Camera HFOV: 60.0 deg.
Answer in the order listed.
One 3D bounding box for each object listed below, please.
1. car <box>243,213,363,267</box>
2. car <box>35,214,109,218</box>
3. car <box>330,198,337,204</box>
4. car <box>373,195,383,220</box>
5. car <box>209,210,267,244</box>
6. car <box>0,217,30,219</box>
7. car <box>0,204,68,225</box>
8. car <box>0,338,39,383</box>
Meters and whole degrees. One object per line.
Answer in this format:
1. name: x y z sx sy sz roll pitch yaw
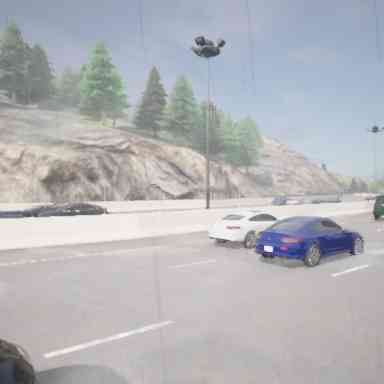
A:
1. car: 4.096 1.545 11.455 4.674 1.442 1.812 0 0 -39
2. car: -8.481 1.562 24.042 4.892 1.490 1.837 0 0 -38
3. car: 19.436 1.564 46.171 2.128 1.511 4.902 0 0 40
4. car: 16.852 1.259 27.562 5.566 2.045 2.150 0 0 -45
5. car: 2.824 1.553 14.924 4.674 1.442 1.812 0 0 -39
6. car: -11.546 1.594 17.301 5.357 1.411 2.033 0 0 -36
7. car: -12.240 1.664 25.531 4.718 1.301 1.895 0 0 -38
8. car: -3.307 1.513 1.492 4.892 1.490 1.837 0 0 -35
